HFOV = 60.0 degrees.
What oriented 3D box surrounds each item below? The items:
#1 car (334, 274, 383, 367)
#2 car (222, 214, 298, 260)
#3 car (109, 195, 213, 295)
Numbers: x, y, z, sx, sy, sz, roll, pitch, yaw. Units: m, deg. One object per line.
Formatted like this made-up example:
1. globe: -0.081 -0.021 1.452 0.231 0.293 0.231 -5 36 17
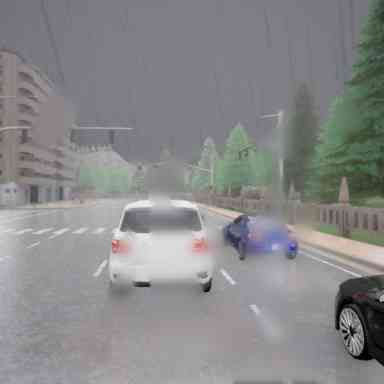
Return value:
1. car: 3.125 1.492 3.080 2.128 1.511 4.902 0 0 -3
2. car: 2.354 1.526 12.308 1.812 1.442 4.674 0 0 -6
3. car: -0.793 1.221 8.951 2.150 2.045 5.566 0 0 -5
